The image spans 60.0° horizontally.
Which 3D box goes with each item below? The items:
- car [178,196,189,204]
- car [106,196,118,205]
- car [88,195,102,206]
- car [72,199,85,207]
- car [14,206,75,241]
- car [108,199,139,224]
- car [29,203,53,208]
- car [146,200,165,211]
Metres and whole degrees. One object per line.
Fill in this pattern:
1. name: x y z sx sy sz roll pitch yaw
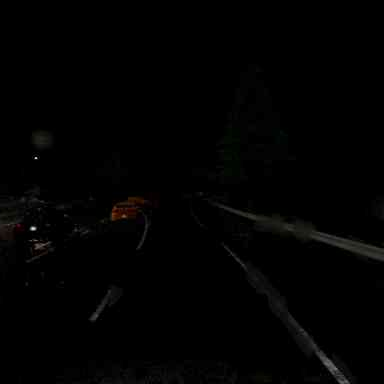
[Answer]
1. car: -1.690 1.519 65.593 1.882 1.535 5.008 -1 0 2
2. car: -15.263 1.600 63.809 2.097 1.767 4.553 -1 0 -21
3. car: -18.712 1.520 63.940 2.150 2.045 5.566 0 -1 -24
4. car: -19.466 1.858 56.904 2.033 1.411 5.357 -1 0 -23
5. car: -7.619 1.684 17.494 1.994 1.385 4.181 -1 0 -6
6. car: -5.180 1.563 25.979 1.882 1.535 5.008 0 0 -9
7. car: -12.405 1.701 27.643 1.837 1.490 4.892 0 0 -10
8. car: -4.595 1.644 41.382 1.994 1.385 4.181 -1 0 -14
